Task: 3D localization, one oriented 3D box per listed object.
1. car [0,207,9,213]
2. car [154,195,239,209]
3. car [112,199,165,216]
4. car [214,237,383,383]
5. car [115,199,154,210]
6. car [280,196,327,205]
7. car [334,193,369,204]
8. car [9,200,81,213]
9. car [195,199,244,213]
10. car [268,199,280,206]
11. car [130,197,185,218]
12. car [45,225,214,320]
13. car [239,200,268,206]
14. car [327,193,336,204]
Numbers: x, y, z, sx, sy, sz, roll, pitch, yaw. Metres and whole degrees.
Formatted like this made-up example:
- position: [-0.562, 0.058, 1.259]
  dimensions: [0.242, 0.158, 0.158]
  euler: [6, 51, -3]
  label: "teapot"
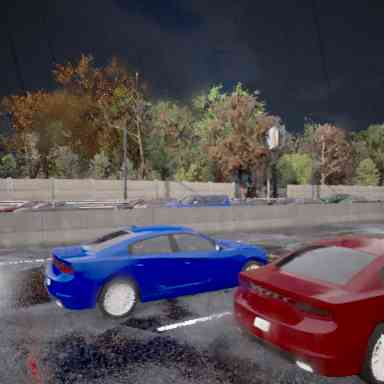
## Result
- position: [-13.629, 1.478, 28.301]
  dimensions: [5.008, 1.535, 1.882]
  euler: [0, 0, -30]
  label: "car"
- position: [0.382, 1.221, 24.338]
  dimensions: [5.566, 2.045, 2.150]
  euler: [0, 0, -30]
  label: "car"
- position: [-5.260, 1.505, 33.200]
  dimensions: [4.892, 1.490, 1.837]
  euler: [0, 0, -30]
  label: "car"
- position: [2.992, 1.477, 5.355]
  dimensions: [5.008, 1.535, 1.882]
  euler: [0, 0, -30]
  label: "car"
- position: [-3.328, 1.525, 26.209]
  dimensions: [4.674, 1.442, 1.812]
  euler: [0, 0, -31]
  label: "car"
- position: [13.436, 1.493, 40.101]
  dimensions: [4.902, 1.511, 2.128]
  euler: [0, 0, -30]
  label: "car"
- position: [21.952, 1.358, 45.090]
  dimensions: [4.553, 1.767, 2.097]
  euler: [0, 0, -30]
  label: "car"
- position: [-11.135, 1.492, 25.704]
  dimensions: [4.902, 1.511, 2.128]
  euler: [0, 0, -30]
  label: "car"
- position: [3.174, 1.548, 38.152]
  dimensions: [5.357, 1.411, 2.033]
  euler: [0, 0, -30]
  label: "car"
- position: [12.052, 1.549, 43.345]
  dimensions: [5.357, 1.411, 2.033]
  euler: [0, 0, -30]
  label: "car"
- position: [-3.153, 1.352, 30.380]
  dimensions: [4.553, 1.767, 2.097]
  euler: [0, 0, -30]
  label: "car"
- position: [-0.505, 1.477, 7.363]
  dimensions: [5.008, 1.535, 1.882]
  euler: [0, 0, -30]
  label: "car"
- position: [5.035, 1.548, 35.180]
  dimensions: [5.357, 1.411, 2.033]
  euler: [0, 0, -31]
  label: "car"
- position: [20.974, 1.228, 48.570]
  dimensions: [5.566, 2.045, 2.150]
  euler: [0, 0, -30]
  label: "car"
